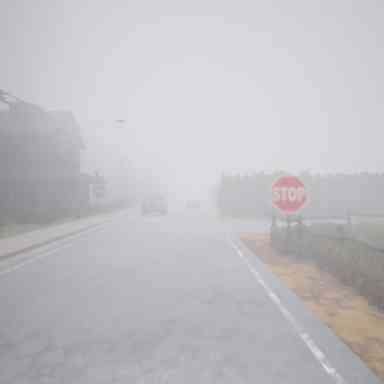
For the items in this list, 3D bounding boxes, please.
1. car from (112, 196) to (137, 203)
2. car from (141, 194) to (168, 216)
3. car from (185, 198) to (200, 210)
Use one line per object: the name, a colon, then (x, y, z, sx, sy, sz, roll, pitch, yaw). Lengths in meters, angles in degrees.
car: (-11.922, 1.486, 58.015, 4.674, 1.442, 1.812, 0, 0, -1)
car: (-3.570, 1.214, 32.878, 2.150, 2.045, 5.566, 0, 0, 0)
car: (0.071, 1.516, 43.500, 1.812, 1.442, 4.674, 0, 0, 0)
